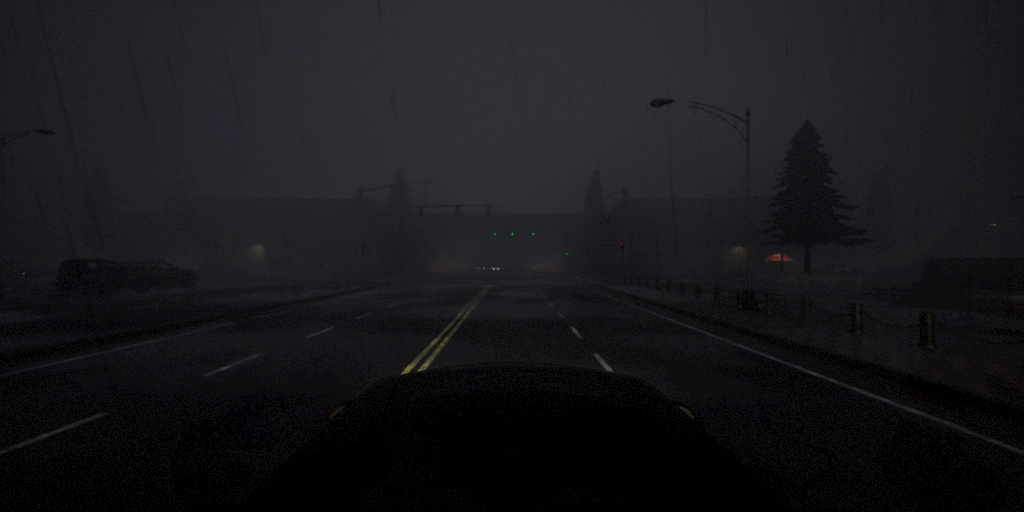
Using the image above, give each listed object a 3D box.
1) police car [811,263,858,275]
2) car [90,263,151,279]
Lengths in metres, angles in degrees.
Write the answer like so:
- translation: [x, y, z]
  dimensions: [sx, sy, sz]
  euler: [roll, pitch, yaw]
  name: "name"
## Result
- translation: [40.905, 1.748, 45.724]
  dimensions: [4.974, 1.542, 2.038]
  euler: [0, -1, 0]
  name: "police car"
- translation: [-46.901, 1.817, 42.984]
  dimensions: [4.718, 1.301, 1.895]
  euler: [0, -1, 2]
  name: "car"
